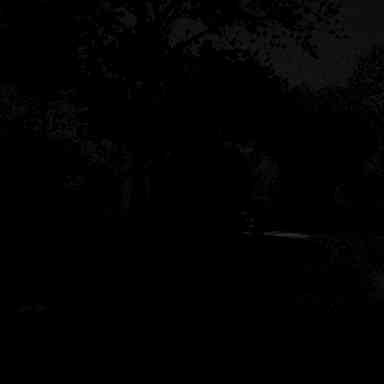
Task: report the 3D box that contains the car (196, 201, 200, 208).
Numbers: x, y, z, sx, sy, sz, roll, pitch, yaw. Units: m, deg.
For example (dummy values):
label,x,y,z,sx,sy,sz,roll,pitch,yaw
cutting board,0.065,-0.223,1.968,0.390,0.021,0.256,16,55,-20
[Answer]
label,x,y,z,sx,sy,sz,roll,pitch,yaw
car,0.679,1.902,53.811,1.946,1.575,5.366,0,0,-36

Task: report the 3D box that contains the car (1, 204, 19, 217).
label,x,y,z,sx,sy,sz,roll,pitch,yaw
car,-21.164,1.909,38.351,2.185,1.767,4.553,-1,0,-35

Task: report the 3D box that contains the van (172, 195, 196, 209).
label,x,y,z,sx,sy,sz,roll,pitch,yaw
van,-1.767,1.665,52.428,1.878,1.987,4.442,0,0,-36

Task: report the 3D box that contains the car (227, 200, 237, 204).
label,x,y,z,sx,sy,sz,roll,pitch,yaw
car,7.365,1.738,58.869,2.435,2.045,5.566,1,-1,-36

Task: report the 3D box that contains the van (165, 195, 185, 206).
label,x,y,z,sx,sy,sz,roll,pitch,yaw
van,-3.416,1.711,66.056,1.878,1.987,4.442,1,0,-36

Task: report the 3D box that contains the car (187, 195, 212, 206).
label,x,y,z,sx,sy,sz,roll,pitch,yaw
car,1.561,1.762,69.743,2.435,2.045,5.566,1,-1,-36

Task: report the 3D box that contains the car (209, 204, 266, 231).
label,x,y,z,sx,sy,sz,roll,pitch,yaw
car,3.053,1.889,23.897,1.882,1.535,5.008,2,-2,-35
